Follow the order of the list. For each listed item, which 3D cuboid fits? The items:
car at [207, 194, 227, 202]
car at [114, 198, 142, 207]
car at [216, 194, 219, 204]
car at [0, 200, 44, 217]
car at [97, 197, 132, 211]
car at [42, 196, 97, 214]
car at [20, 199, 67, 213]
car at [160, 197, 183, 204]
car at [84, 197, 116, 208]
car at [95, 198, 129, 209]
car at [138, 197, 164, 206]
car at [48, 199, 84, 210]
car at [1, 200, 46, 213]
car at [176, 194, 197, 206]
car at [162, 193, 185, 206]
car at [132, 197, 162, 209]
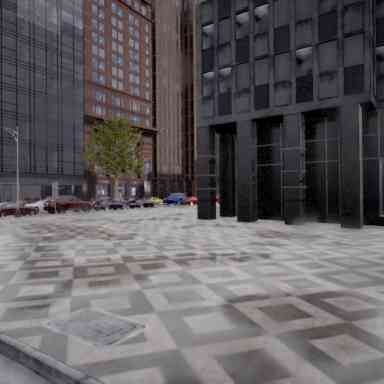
[{"bbox_3d":[5.816,1.297,76.426,2.192,1.841,5.009,-1,0,35],"label":"car"},{"bbox_3d":[-10.206,1.614,53.223,1.802,1.307,4.206,-1,0,35],"label":"car"},{"bbox_3d":[3.211,1.223,57.655,2.192,1.841,5.009,-1,0,35],"label":"car"},{"bbox_3d":[-16.013,1.577,29.816,1.802,1.307,4.206,-1,0,35],"label":"car"},{"bbox_3d":[-9.604,1.525,39.095,1.947,1.339,4.313,-1,0,35],"label":"car"},{"bbox_3d":[-12.811,1.291,34.457,2.192,1.841,5.009,-1,0,35],"label":"car"},{"bbox_3d":[-17.051,1.568,38.465,1.812,1.442,4.674,-1,0,34],"label":"car"},{"bbox_3d":[-3.797,1.575,62.504,1.947,1.339,4.313,-1,0,35],"label":"car"},{"bbox_3d":[-13.413,1.485,48.583,1.967,1.590,4.097,-1,0,35],"label":"car"},{"bbox_3d":[-11.196,1.538,46.932,1.812,1.442,4.674,-1,0,35],"label":"car"},{"bbox_3d":[-7.099,1.546,57.723,1.752,1.417,4.829,-1,0,35],"label":"car"},{"bbox_3d":[-16.616,1.643,43.943,1.802,1.307,4.206,-1,0,35],"label":"car"},{"bbox_3d":[-19.821,1.643,39.303,1.947,1.339,4.313,-1,0,35],"label":"car"},{"bbox_3d":[0.008,1.463,53.014,1.887,1.381,4.507,-1,0,35],"label":"car"},{"bbox_3d":[-2.049,1.172,54.563,2.150,2.045,5.566,-1,0,35],"label":"car"},{"bbox_3d":[-6.400,1.510,43.734,1.947,1.339,4.313,-1,0,35],"label":"car"}]
